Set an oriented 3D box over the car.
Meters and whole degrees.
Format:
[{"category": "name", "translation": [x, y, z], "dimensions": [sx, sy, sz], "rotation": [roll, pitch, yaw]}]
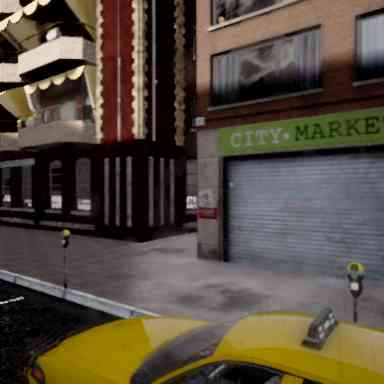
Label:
[{"category": "car", "translation": [0.655, 1.524, 2.409], "dimensions": [4.829, 1.417, 1.752], "rotation": [0, 0, 35]}]
